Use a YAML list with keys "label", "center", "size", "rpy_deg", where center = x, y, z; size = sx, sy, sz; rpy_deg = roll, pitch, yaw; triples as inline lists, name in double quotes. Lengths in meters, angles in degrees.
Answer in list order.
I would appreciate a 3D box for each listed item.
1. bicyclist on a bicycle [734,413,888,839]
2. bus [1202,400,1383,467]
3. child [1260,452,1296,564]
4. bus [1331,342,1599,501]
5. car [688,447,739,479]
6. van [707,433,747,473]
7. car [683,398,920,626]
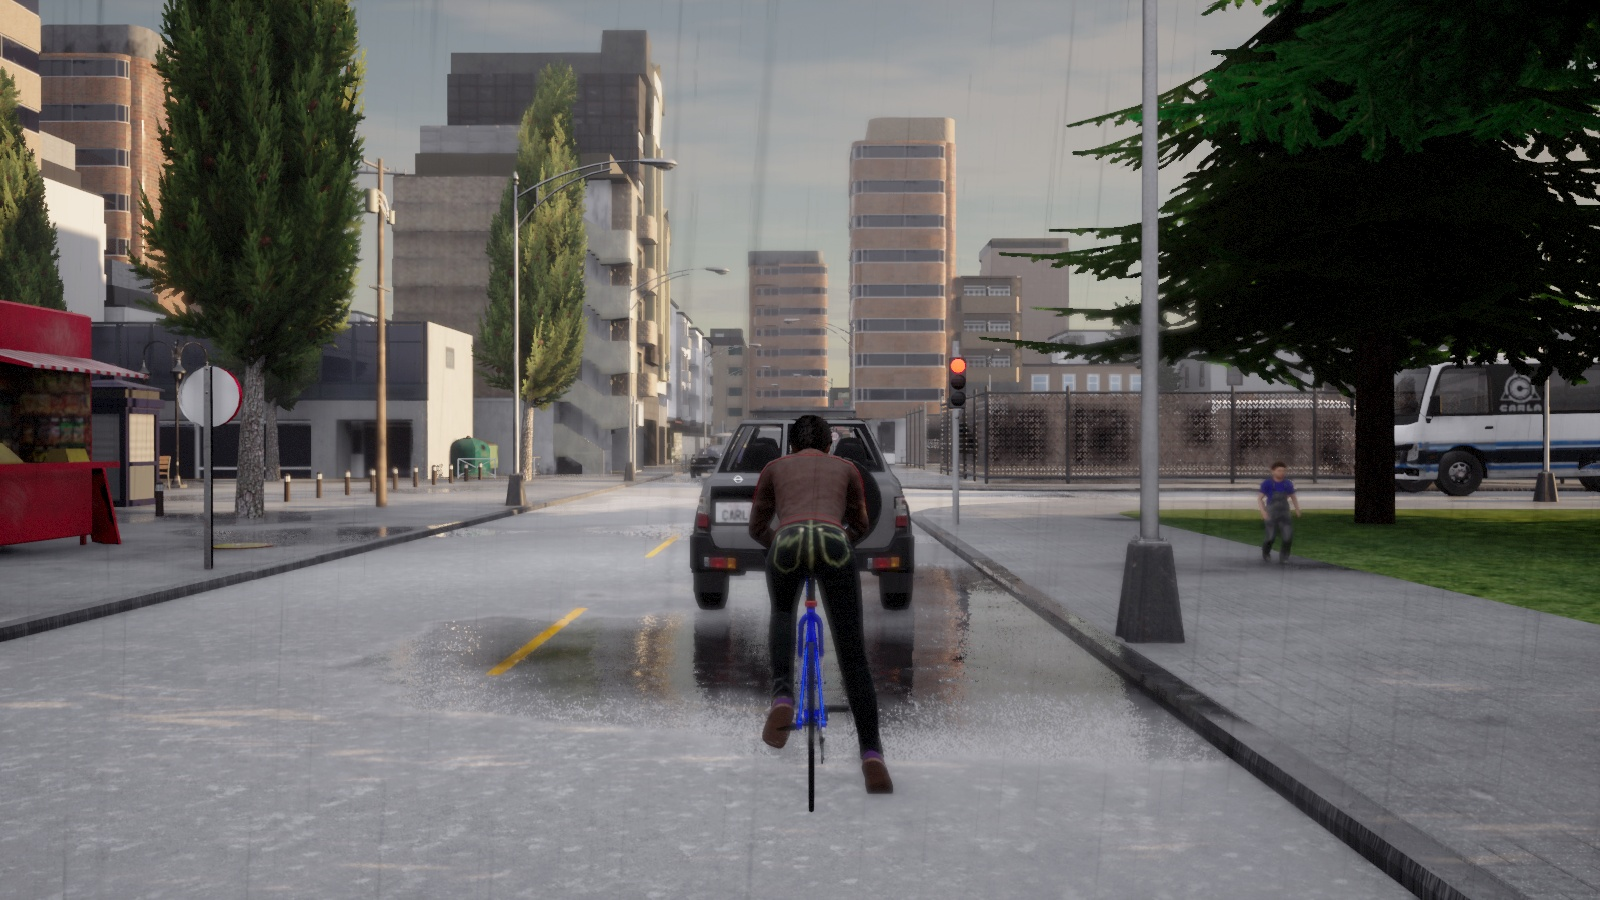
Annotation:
- label: "bicyclist on a bicycle"
  center: [0.048, 0.668, 5.601]
  size: [0.582, 1.620, 1.656]
  rpy_deg: [0, 0, 0]
- label: "bus"
  center: [31.817, -1.065, 81.548]
  size: [10.273, 4.253, 3.944]
  rpy_deg: [0, 0, 4]
- label: "child"
  center: [5.505, 0.659, 14.480]
  size: [0.270, 1.263, 0.437]
  rpy_deg: [0, 0, 4]
- label: "bus"
  center: [21.284, -0.817, 36.157]
  size: [10.273, 4.253, 3.944]
  rpy_deg: [-1, 0, 0]
- label: "car"
  center: [-3.731, 0.534, 54.912]
  size: [1.895, 1.301, 4.718]
  rpy_deg: [0, 0, 0]
- label: "van"
  center: [-3.689, 0.136, 63.913]
  size: [1.775, 1.987, 4.442]
  rpy_deg: [0, 0, 0]
- label: "car"
  center: [0.062, 0.493, 12.525]
  size: [1.932, 1.855, 4.605]
  rpy_deg: [0, 0, 1]
